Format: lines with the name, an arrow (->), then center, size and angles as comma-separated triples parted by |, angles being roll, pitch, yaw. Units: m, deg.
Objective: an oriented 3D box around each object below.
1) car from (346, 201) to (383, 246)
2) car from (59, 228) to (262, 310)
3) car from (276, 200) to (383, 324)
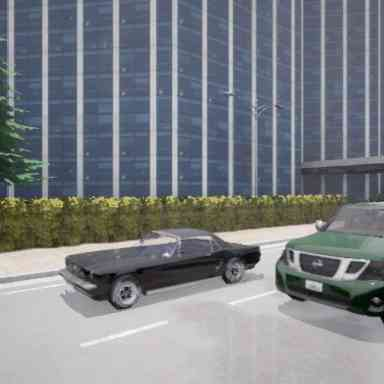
car -> 9.434, 1.352, 15.603 | 4.553, 1.767, 2.097 | 0, 0, -37
car -> -0.571, 1.601, 7.977 | 4.718, 1.301, 1.895 | 0, 0, -37
car -> 4.236, 1.222, 7.244 | 5.566, 2.045, 2.150 | 0, 0, -37
